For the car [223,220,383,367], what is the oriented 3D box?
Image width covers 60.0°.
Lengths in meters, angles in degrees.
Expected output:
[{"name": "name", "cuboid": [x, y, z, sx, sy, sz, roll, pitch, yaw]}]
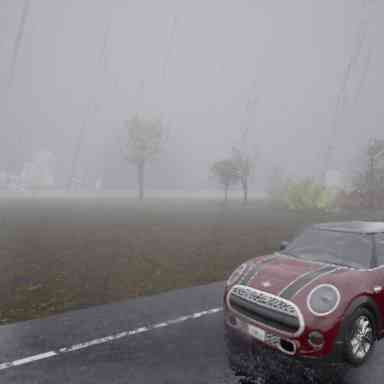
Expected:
[{"name": "car", "cuboid": [2.727, 1.354, 5.911, 4.553, 1.767, 2.097, 0, 0, -35]}]
